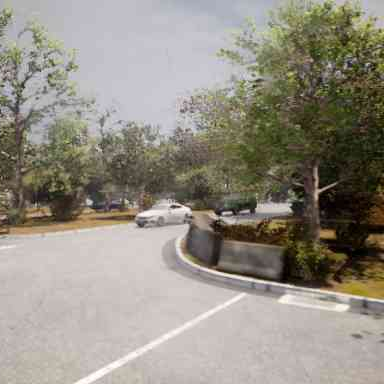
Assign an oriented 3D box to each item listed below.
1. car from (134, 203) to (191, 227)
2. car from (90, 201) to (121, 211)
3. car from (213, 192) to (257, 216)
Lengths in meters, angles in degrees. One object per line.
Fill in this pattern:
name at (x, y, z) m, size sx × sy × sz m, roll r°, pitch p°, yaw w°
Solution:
car at (-1.835, 1.485, 22.435) m, size 1.812 × 1.442 × 4.674 m, roll -4°, pitch -2°, yaw 34°
car at (-12.218, 1.994, 47.731) m, size 1.895 × 1.301 × 4.718 m, roll -4°, pitch -1°, yaw 36°
car at (4.073, 1.058, 30.934) m, size 2.150 × 2.045 × 5.566 m, roll -4°, pitch -1°, yaw 35°
